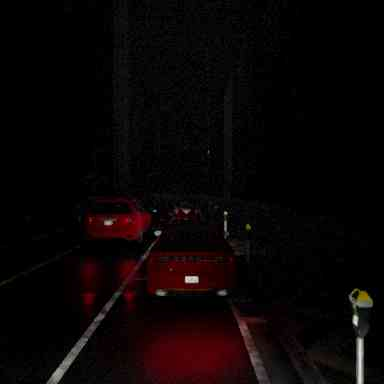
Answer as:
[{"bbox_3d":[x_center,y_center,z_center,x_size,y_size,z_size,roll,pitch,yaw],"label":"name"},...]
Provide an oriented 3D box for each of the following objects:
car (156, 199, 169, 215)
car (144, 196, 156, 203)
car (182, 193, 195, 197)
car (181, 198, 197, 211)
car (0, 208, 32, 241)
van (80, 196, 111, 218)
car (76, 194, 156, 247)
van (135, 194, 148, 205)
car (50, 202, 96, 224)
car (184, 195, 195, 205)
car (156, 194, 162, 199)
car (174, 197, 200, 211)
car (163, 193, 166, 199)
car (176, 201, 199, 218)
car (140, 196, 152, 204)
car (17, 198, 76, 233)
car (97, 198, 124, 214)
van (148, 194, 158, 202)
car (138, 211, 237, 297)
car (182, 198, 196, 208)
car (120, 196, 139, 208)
[{"bbox_3d":[-3.145,1.571,30.139,1.994,1.385,4.181,0,0,0],"label":"car"},{"bbox_3d":[-8.911,1.551,70.437,2.008,1.369,4.403,0,0,0],"label":"car"},{"bbox_3d":[-0.386,1.313,36.627,2.192,1.841,5.009,0,0,0],"label":"car"},{"bbox_3d":[-0.385,1.543,42.263,1.887,1.381,4.507,0,0,0],"label":"car"},{"bbox_3d":[-8.910,1.565,14.070,1.947,1.339,4.313,0,0,0],"label":"car"},{"bbox_3d":[-8.911,1.339,30.980,1.690,1.788,3.998,0,0,0],"label":"van"},{"bbox_3d":[-3.145,1.257,15.168,2.150,2.045,5.566,0,0,0],"label":"car"},{"bbox_3d":[-8.911,1.339,59.164,1.690,1.788,3.998,0,0,0],"label":"van"},{"bbox_3d":[-8.910,1.543,25.344,1.887,1.381,4.507,0,0,0],"label":"car"},{"bbox_3d":[-0.386,1.438,59.171,1.967,1.590,4.097,0,0,0],"label":"car"},{"bbox_3d":[-6.145,1.403,49.168,2.097,1.767,4.553,0,0,0],"label":"car"},{"bbox_3d":[-0.386,1.438,25.353,1.967,1.590,4.097,0,0,0],"label":"car"},{"bbox_3d":[-8.912,1.323,87.347,2.192,1.841,5.009,0,0,0],"label":"car"},{"bbox_3d":[-0.385,1.564,30.990,1.947,1.339,4.313,0,0,0],"label":"car"},{"bbox_3d":[-8.911,1.524,64.631,1.752,1.417,4.829,0,0,0],"label":"car"},{"bbox_3d":[-8.911,1.313,19.706,2.192,1.841,5.009,0,0,0],"label":"car"},{"bbox_3d":[-8.911,1.438,36.617,1.967,1.590,4.097,0,0,0],"label":"car"},{"bbox_3d":[-8.912,1.344,76.073,1.690,1.788,3.998,0,0,0],"label":"van"},{"bbox_3d":[-0.006,1.476,8.651,1.882,1.535,5.008,0,0,0],"label":"car"},{"bbox_3d":[-0.385,1.564,47.899,1.947,1.339,4.313,0,0,0],"label":"car"},{"bbox_3d":[-8.911,1.438,47.891,1.967,1.590,4.097,0,0,0],"label":"car"}]
